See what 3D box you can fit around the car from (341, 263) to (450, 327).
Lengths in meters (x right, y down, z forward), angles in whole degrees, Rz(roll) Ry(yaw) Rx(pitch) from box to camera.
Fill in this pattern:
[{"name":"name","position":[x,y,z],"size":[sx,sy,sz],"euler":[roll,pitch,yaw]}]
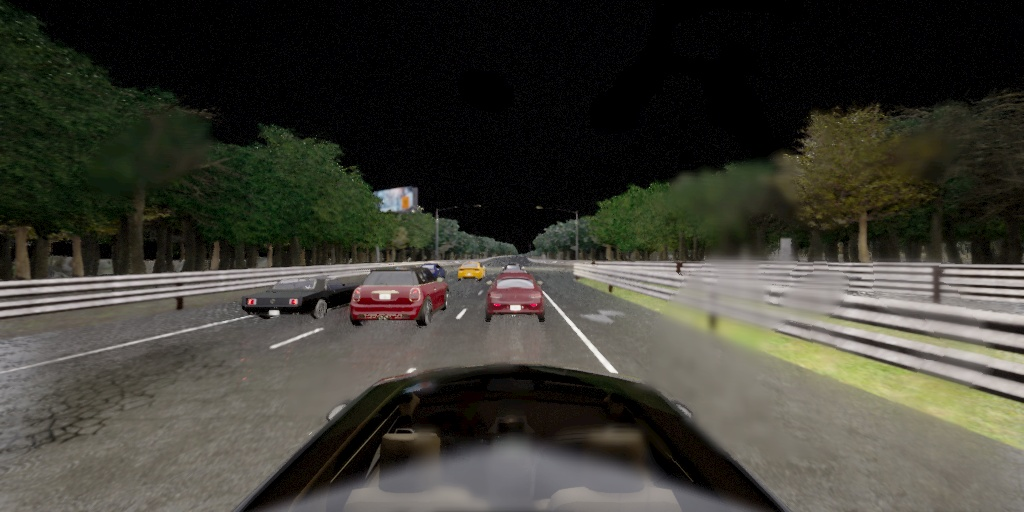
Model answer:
[{"name":"car","position":[-3.398,1.115,11.727],"size":[2.097,1.767,4.553],"euler":[0,0,0]}]

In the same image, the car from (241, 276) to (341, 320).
[{"name":"car","position":[-6.904,1.366,12.635],"size":[1.895,1.301,4.718],"euler":[0,0,0]}]

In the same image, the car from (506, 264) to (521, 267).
[{"name":"car","position":[0.105,1.378,29.728],"size":[1.994,1.385,4.181],"euler":[0,0,0]}]

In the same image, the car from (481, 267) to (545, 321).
[{"name":"car","position":[0.101,1.290,12.347],"size":[1.812,1.442,4.674],"euler":[0,0,0]}]

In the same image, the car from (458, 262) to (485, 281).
[{"name":"car","position":[-3.396,1.296,30.773],"size":[1.882,1.535,5.008],"euler":[0,0,0]}]

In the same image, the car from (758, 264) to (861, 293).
[{"name":"car","position":[14.894,1.077,18.169],"size":[1.994,1.385,4.181],"euler":[0,0,-15]}]

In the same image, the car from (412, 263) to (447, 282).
[{"name":"car","position":[-6.883,1.343,30.423],"size":[1.812,1.442,4.674],"euler":[0,0,0]}]
